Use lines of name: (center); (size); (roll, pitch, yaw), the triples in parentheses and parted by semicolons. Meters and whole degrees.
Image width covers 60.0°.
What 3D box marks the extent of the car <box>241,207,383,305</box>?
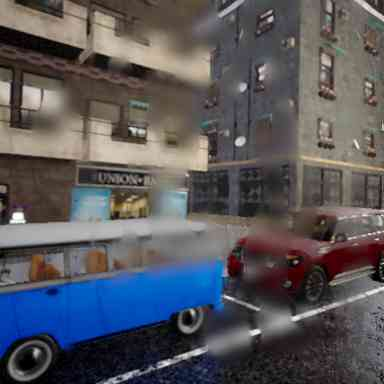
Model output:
car: (3.246, 1.346, 8.379); (5.009, 1.841, 2.192); (0, 2, -35)

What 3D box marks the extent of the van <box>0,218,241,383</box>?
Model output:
van: (-1.366, 1.349, 5.088); (3.998, 1.788, 1.690); (0, 2, -35)
